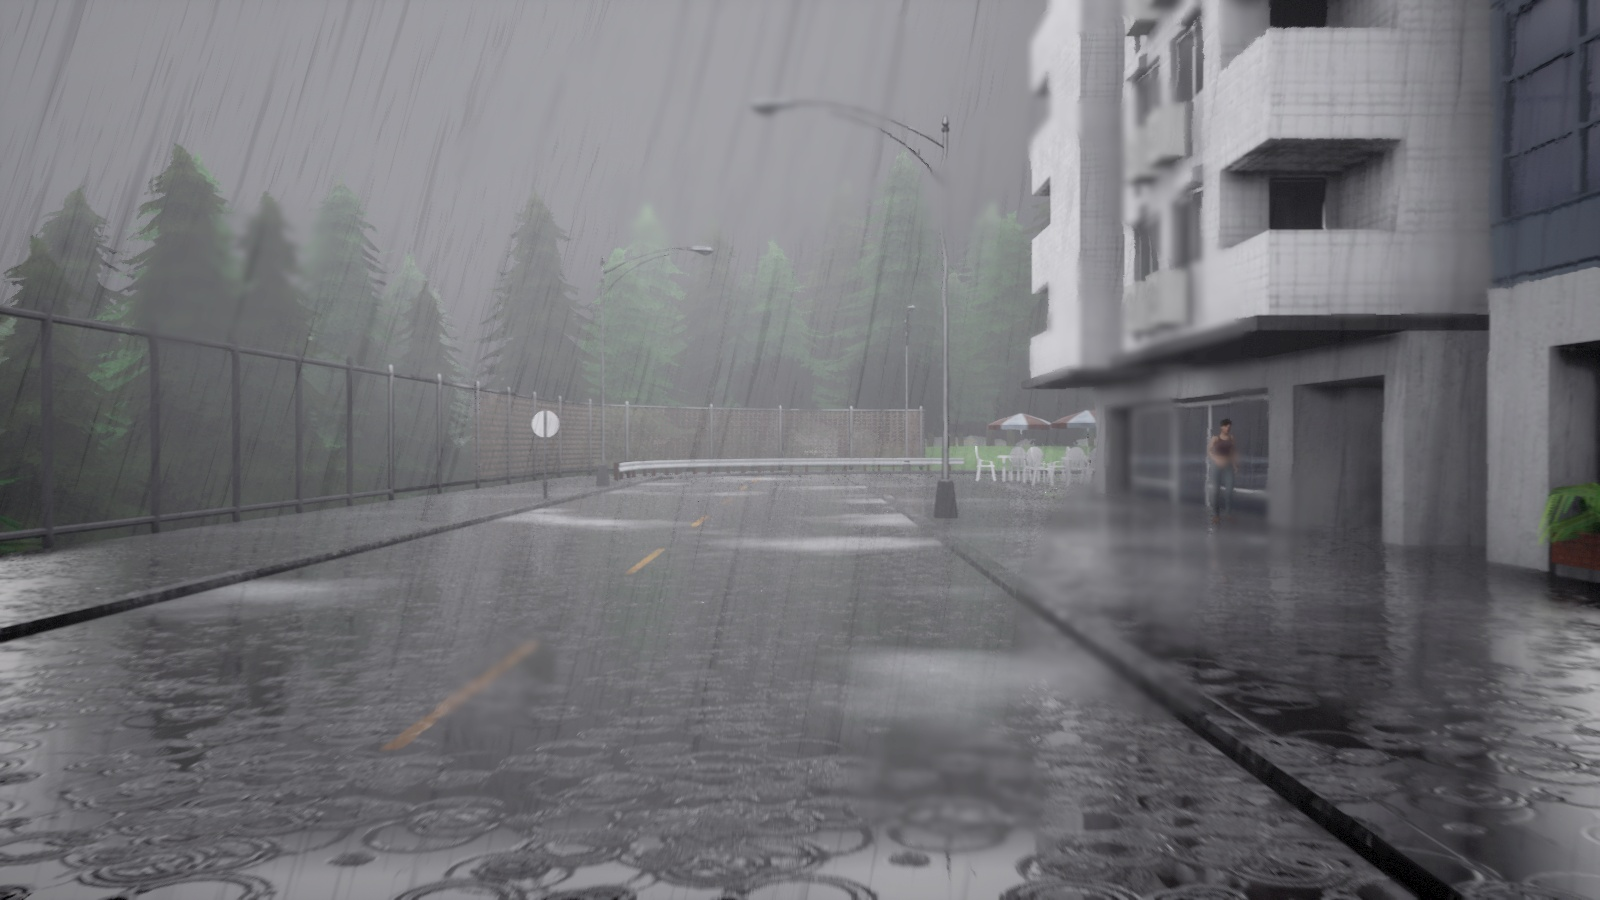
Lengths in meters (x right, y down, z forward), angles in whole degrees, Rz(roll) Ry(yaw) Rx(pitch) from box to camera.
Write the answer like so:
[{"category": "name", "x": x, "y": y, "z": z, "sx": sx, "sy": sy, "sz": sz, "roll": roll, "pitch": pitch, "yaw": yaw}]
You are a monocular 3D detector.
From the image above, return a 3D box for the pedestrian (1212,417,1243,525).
[{"category": "pedestrian", "x": 7.380, "y": 0.360, "z": 21.677, "sx": 0.345, "sy": 1.836, "sz": 0.594, "roll": 0, "pitch": 0, "yaw": 1}]
